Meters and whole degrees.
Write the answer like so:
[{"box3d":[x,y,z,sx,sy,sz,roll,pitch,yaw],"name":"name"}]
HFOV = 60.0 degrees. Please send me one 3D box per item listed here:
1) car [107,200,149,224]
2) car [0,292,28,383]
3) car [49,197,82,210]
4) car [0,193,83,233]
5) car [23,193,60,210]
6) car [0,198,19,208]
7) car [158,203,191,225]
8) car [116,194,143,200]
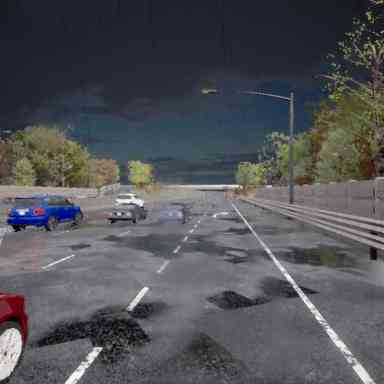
[{"box3d":[-4.652,1.547,24.850,2.033,1.411,5.357,0,0,5],"name":"car"},{"box3d":[-3.226,1.477,2.382,1.882,1.535,5.008,0,0,5],"name":"car"},{"box3d":[-17.030,1.498,45.077,2.128,1.511,4.902,0,0,5],"name":"car"},{"box3d":[-8.613,1.220,20.055,2.150,2.045,5.566,0,0,5],"name":"car"},{"box3d":[-20.504,1.228,45.509,2.150,2.045,5.566,0,0,5],"name":"car"},{"box3d":[-27.333,1.556,47.645,2.033,1.411,5.357,0,0,5],"name":"car"},{"box3d":[-1.174,1.547,24.441,2.033,1.411,5.357,0,0,5],"name":"car"},{"box3d":[-6.978,1.225,37.645,2.150,2.045,5.566,0,0,5],"name":"car"}]
